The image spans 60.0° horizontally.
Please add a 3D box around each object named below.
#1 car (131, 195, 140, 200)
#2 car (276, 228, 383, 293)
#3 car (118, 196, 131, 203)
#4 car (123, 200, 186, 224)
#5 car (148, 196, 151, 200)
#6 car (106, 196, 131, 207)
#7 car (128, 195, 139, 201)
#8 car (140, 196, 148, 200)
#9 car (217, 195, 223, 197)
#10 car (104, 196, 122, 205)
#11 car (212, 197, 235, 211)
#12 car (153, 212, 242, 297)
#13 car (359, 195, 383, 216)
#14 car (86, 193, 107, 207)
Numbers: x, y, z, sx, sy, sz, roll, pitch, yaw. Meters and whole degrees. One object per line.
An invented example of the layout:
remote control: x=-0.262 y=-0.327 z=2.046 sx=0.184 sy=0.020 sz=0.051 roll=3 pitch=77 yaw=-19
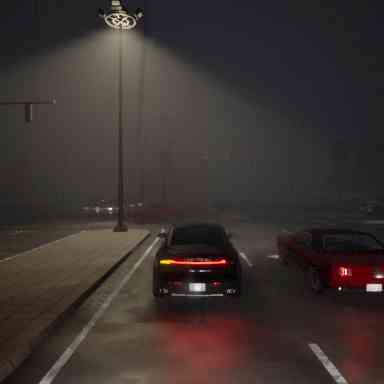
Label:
car: x=-11.184 y=1.504 z=60.357 sx=1.837 sy=1.490 sz=4.892 roll=0 pitch=0 yaw=1
car: x=3.630 y=1.601 z=8.786 sx=1.895 sy=1.301 sz=4.718 roll=0 pitch=0 yaw=1
car: x=-14.538 y=1.552 z=72.093 sx=1.994 sy=1.385 sz=4.181 roll=0 pitch=0 yaw=0
car: x=-2.732 y=1.525 z=24.347 sx=4.674 sy=1.442 sz=1.812 roll=0 pitch=0 yaw=-3
car: x=-10.988 y=1.551 z=79.182 sx=1.994 sy=1.385 sz=4.181 roll=0 pitch=0 yaw=0
car: x=-11.266 y=1.601 z=51.347 sx=1.895 sy=1.301 sz=4.718 roll=0 pitch=0 yaw=0
car: x=-14.455 y=1.516 z=82.297 sx=1.812 sy=1.442 sz=4.674 roll=0 pitch=0 yaw=1
car: x=-11.056 y=1.595 z=69.331 sx=1.895 sy=1.301 sz=4.718 roll=0 pitch=0 yaw=0
car: x=7.860 y=1.552 z=94.686 sx=1.994 sy=1.385 sz=4.181 roll=0 pitch=0 yaw=2
car: x=-14.651 y=1.547 z=62.146 sx=2.033 sy=1.411 sz=5.357 roll=0 pitch=0 yaw=1
car: x=3.746 y=1.600 z=40.593 sx=1.895 sy=1.301 sz=4.718 roll=0 pitch=0 yaw=-7
car: x=0.127 y=1.505 z=8.542 sx=1.837 sy=1.490 sz=4.892 roll=0 pitch=0 yaw=1
car: x=19.112 y=1.219 z=31.902 sx=5.566 sy=2.045 sz=2.150 roll=0 pitch=0 yaw=1
car: x=-14.759 y=1.221 z=51.897 sx=2.150 sy=2.045 sz=5.566 roll=0 pitch=0 yaw=0
